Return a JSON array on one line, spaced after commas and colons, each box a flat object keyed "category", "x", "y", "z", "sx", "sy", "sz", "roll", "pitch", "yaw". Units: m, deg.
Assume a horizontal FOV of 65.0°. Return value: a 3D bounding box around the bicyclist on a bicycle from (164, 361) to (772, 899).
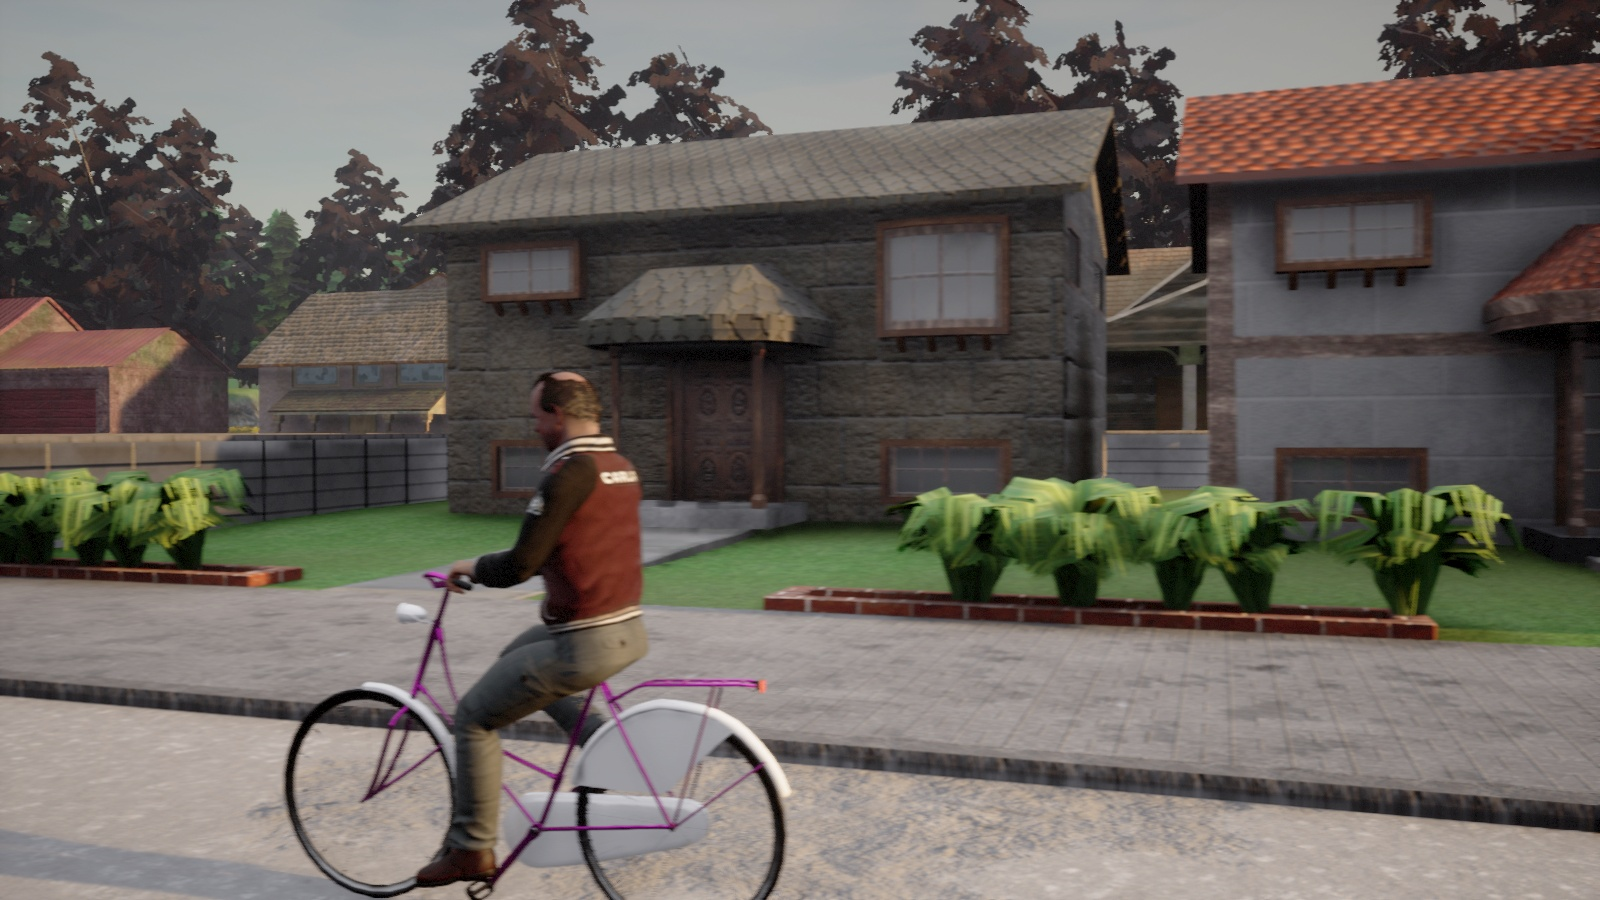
[{"category": "bicyclist on a bicycle", "x": -1.077, "y": 0.628, "z": 4.082, "sx": 1.843, "sy": 1.776, "sz": 0.659, "roll": 1, "pitch": 1, "yaw": 19}]
